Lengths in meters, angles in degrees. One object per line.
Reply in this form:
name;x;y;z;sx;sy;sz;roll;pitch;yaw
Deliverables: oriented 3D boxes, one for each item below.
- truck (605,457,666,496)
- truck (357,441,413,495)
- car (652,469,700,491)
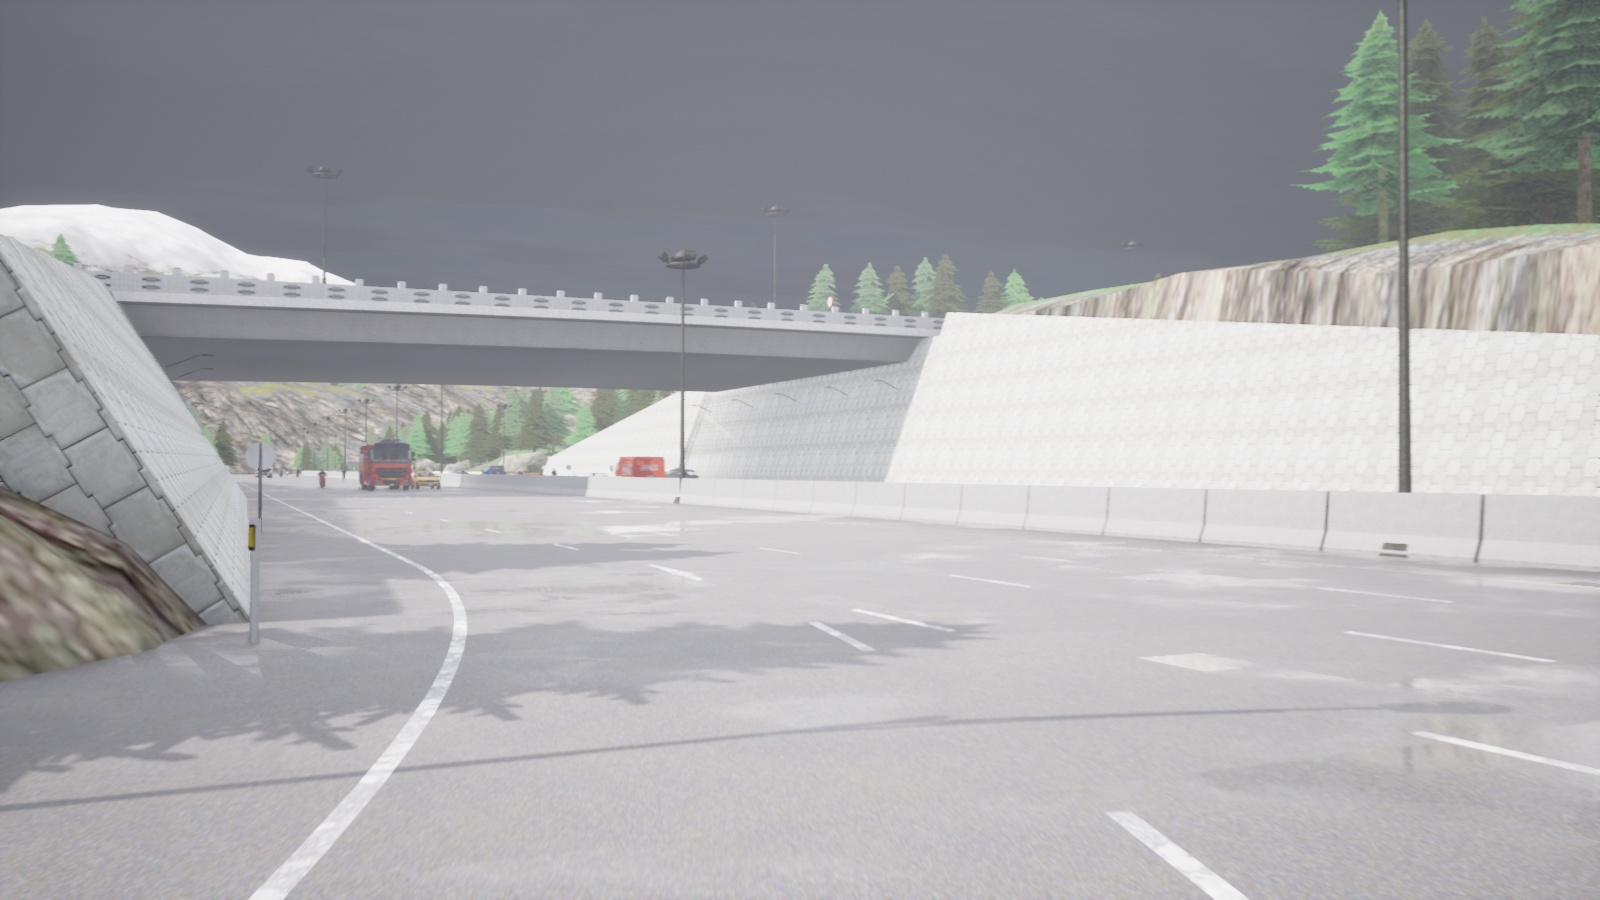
truck;-11.057;1.763;84.029;2.627;2.467;5.204;0;-1;-25
truck;-30.890;1.333;93.270;2.891;3.827;8.468;0;-1;-25
car;-9.672;2.309;97.497;2.242;1.667;4.611;0;-1;-25
